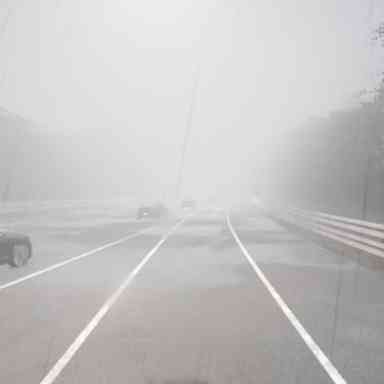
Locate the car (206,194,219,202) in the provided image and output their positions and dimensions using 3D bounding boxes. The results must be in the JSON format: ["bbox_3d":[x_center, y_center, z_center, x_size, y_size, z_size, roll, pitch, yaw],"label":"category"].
[{"bbox_3d":[4.142,1.444,73.942,2.128,1.511,4.902,0,0,9],"label":"car"}]

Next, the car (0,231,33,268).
[{"bbox_3d":[-6.144,1.496,8.468,2.128,1.511,4.902,-1,0,9],"label":"car"}]

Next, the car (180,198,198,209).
[{"bbox_3d":[-0.378,1.489,45.143,1.812,1.442,4.674,0,0,9],"label":"car"}]

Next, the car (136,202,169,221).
[{"bbox_3d":[-3.172,1.511,27.349,1.812,1.442,4.674,0,0,9],"label":"car"}]
